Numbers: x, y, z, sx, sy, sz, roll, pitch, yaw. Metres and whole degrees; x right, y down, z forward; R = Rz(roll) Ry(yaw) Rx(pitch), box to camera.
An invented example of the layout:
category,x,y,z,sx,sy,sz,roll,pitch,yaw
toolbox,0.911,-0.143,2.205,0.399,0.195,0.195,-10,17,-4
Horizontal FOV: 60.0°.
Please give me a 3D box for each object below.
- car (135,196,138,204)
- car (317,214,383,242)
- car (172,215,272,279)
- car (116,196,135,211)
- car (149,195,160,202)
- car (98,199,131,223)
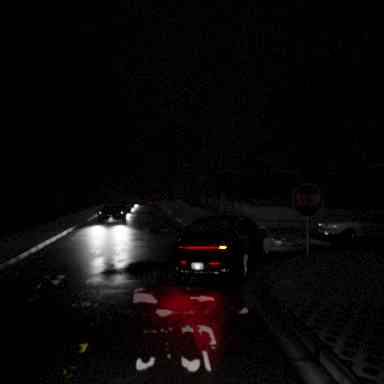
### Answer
category,x,y,z,sx,sy,sz,roll,pitch,yaw
car,-8.508,1.233,43.717,1.882,1.535,5.008,0,0,-8
car,8.758,1.737,16.526,4.718,1.301,1.895,1,-2,-6
car,1.069,1.458,10.136,1.837,1.490,4.892,-3,0,23
car,-7.113,1.303,33.892,1.837,1.490,4.892,0,0,-8
car,-7.573,1.275,68.013,1.812,1.442,4.674,0,0,1
car,-5.764,1.459,24.612,1.895,1.301,4.718,0,0,-8
